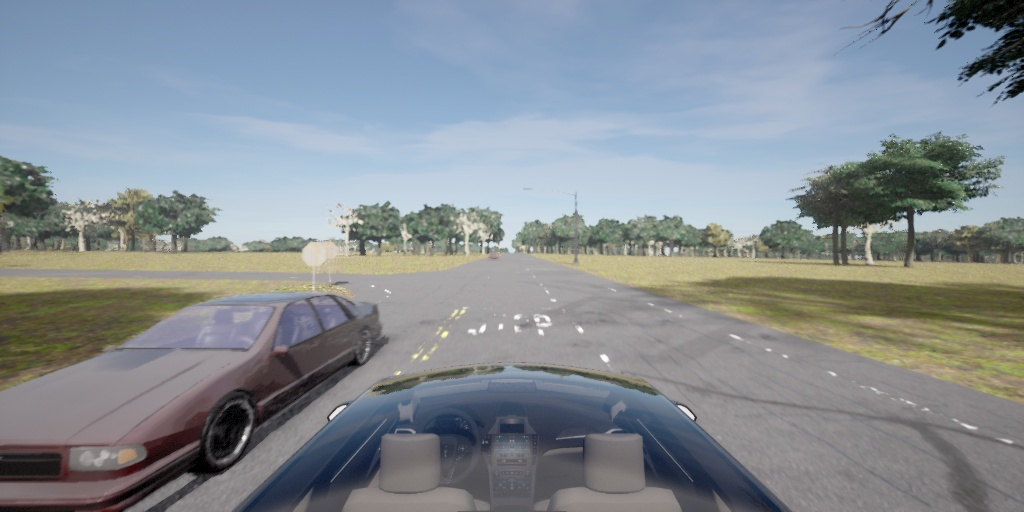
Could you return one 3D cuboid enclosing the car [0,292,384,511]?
[{"bbox_3d":[-3.496,1.252,4.989,2.033,1.411,5.357,0,1,0],"label":"car"}]
